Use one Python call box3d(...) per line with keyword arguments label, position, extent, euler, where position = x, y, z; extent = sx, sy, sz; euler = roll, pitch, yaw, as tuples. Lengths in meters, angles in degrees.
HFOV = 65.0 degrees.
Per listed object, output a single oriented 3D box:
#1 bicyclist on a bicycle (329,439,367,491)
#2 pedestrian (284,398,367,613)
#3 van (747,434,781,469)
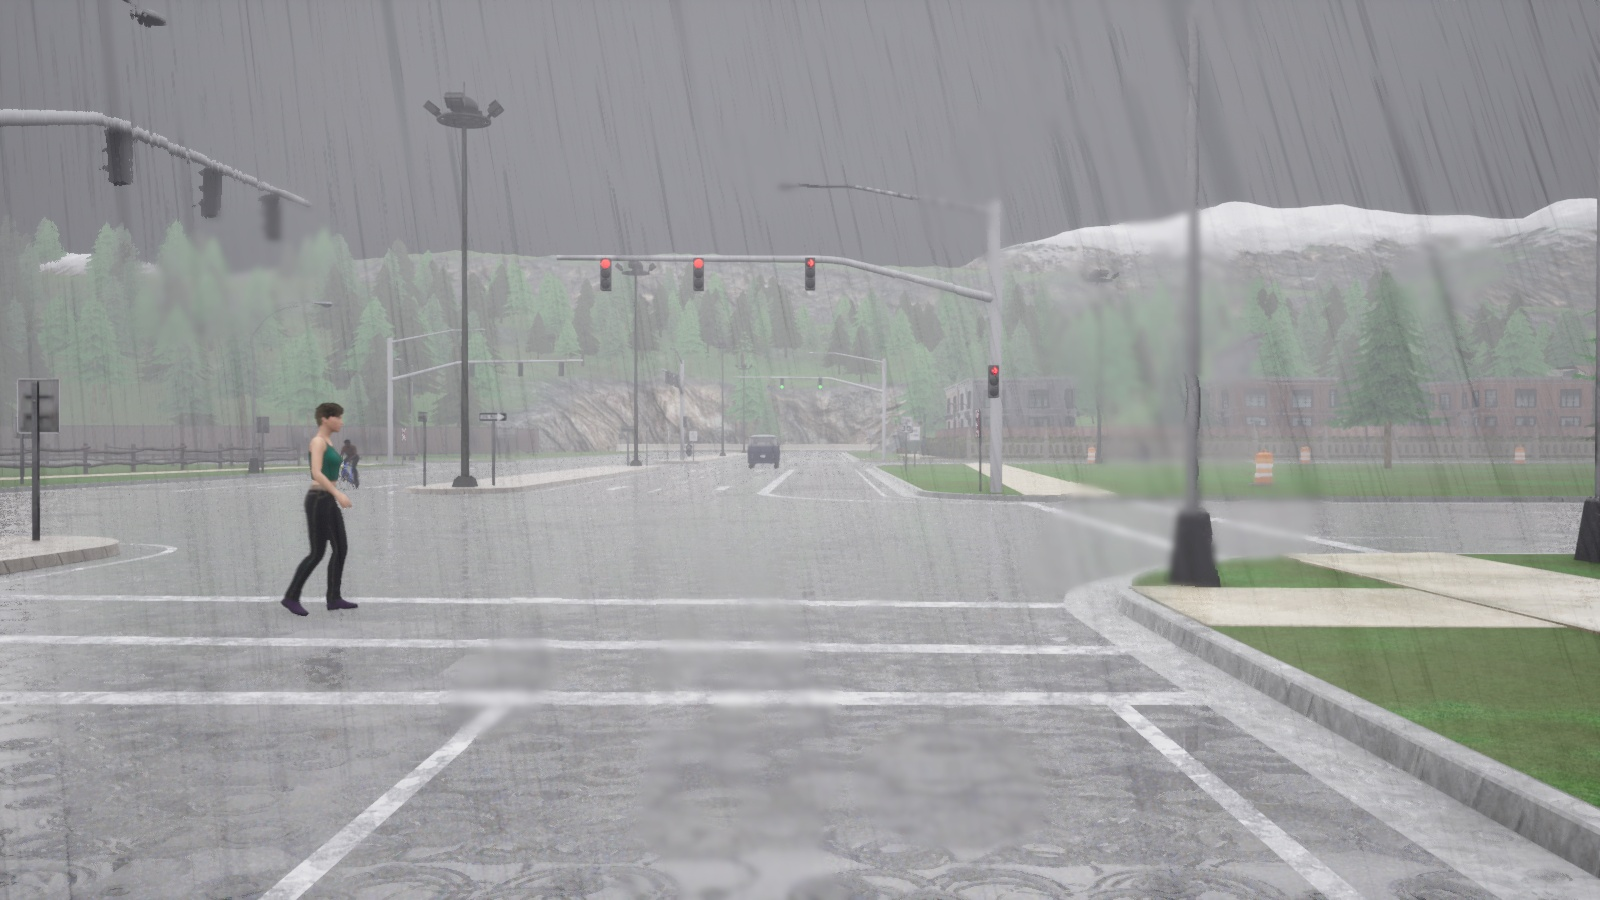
box3d(label="bicyclist on a bicycle", position=(-14.302, 0.463, 39.763), extent=(0.582, 1.620, 1.656), euler=(0, 1, 1))
box3d(label="pedestrian", position=(-4.116, 0.471, 10.905), extent=(0.594, 1.836, 0.345), euler=(0, 0, -2))
box3d(label="van", position=(-2.087, 0.080, 74.052), extent=(1.775, 1.987, 4.442), euler=(0, 0, 1))
